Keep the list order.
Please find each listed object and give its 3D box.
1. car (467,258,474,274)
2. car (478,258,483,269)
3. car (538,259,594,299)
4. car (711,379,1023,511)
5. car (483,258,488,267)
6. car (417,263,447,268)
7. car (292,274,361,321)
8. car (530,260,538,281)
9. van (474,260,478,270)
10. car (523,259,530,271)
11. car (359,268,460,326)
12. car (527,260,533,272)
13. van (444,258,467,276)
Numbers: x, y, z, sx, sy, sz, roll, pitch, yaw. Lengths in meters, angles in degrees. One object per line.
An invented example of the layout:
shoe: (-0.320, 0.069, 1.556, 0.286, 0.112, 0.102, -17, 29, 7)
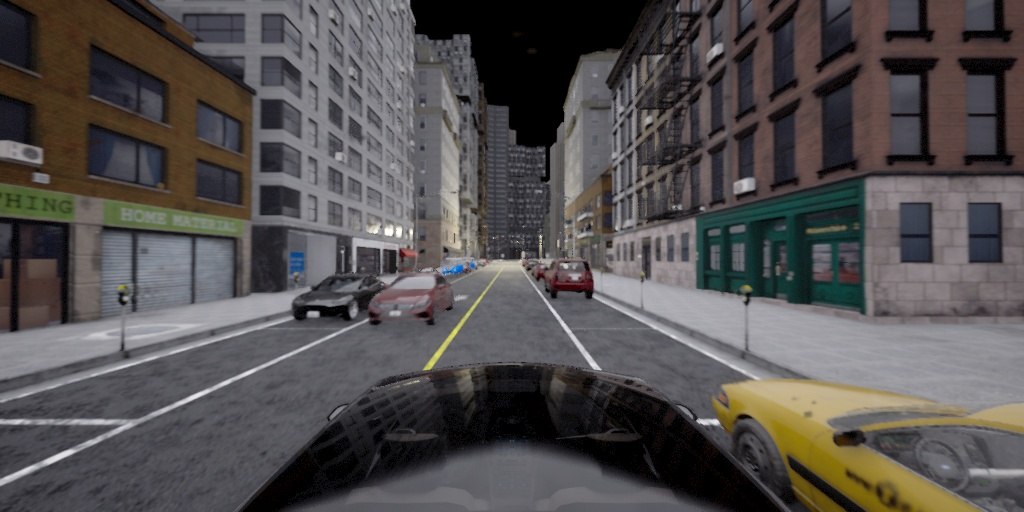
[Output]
car: (-5.763, 1.186, 40.622, 1.967, 1.591, 4.097, 0, 0, 0)
car: (-5.764, 1.291, 51.841, 2.007, 1.370, 4.403, 0, 0, 0)
car: (2.764, 1.066, 18.184, 2.192, 1.841, 5.009, 0, 0, 0)
car: (2.764, 1.276, 1.526, 1.751, 1.417, 4.829, 0, 0, 0)
car: (-5.764, 1.284, 63.059, 2.007, 1.370, 4.403, 0, 0, 0)
car: (-5.762, 1.331, 23.793, 1.802, 1.307, 4.207, 0, 0, 0)
car: (-5.762, 1.315, 12.575, 1.948, 1.339, 4.313, 0, 0, 0)
car: (2.763, 1.296, 29.402, 1.888, 1.381, 4.507, 0, 0, 0)
van: (-5.764, 1.085, 46.231, 1.690, 1.789, 3.998, 0, 0, 0)
car: (2.762, 1.312, 46.231, 1.948, 1.339, 4.313, 0, 0, 0)
car: (-3.060, 1.275, 11.798, 1.812, 1.442, 4.674, 0, 0, 1)
car: (2.763, 1.332, 35.012, 1.802, 1.307, 4.207, 0, 0, 0)
van: (-5.763, 1.089, 35.013, 1.690, 1.789, 3.998, 0, 0, 0)
